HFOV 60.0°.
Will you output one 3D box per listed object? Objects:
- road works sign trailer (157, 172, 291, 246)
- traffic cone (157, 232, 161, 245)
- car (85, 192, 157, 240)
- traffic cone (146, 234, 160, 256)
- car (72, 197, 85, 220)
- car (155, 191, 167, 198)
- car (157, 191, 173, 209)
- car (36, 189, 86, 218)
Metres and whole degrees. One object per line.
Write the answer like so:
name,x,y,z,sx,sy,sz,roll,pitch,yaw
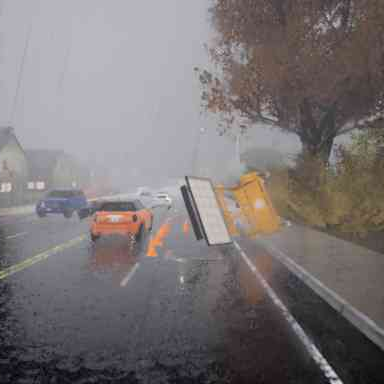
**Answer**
road works sign trailer,1.083,0.742,11.766,2.880,2.380,3.560,-32,-23,35
traffic cone,-1.307,1.728,12.908,0.340,0.580,0.340,0,1,0
car,-3.063,1.082,15.380,2.097,1.767,4.553,0,1,0
traffic cone,-1.317,1.763,10.908,0.340,0.580,0.340,0,1,0
car,-6.470,1.191,23.417,1.895,1.301,4.718,0,1,0
car,-6.152,0.391,65.833,1.895,1.301,4.718,0,1,1
car,-2.968,0.930,33.558,1.812,1.442,4.674,0,1,0
car,-9.709,0.779,25.298,2.150,2.045,5.566,0,1,0
